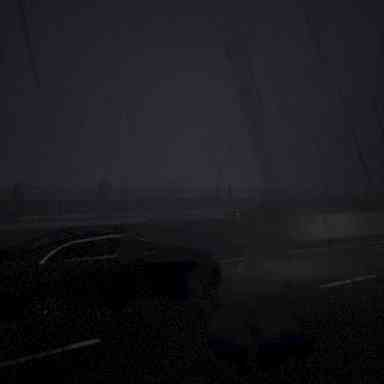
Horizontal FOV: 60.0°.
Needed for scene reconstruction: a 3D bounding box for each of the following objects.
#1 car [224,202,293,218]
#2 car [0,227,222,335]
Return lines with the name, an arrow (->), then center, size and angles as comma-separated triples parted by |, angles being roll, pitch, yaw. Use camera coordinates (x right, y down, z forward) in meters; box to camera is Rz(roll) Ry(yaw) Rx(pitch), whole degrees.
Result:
car -> 4.506, 1.413, 22.399 | 5.008, 1.535, 1.882 | 0, 0, -25
car -> -1.607, 1.468, 6.680 | 4.902, 1.511, 2.128 | 0, 0, -34
